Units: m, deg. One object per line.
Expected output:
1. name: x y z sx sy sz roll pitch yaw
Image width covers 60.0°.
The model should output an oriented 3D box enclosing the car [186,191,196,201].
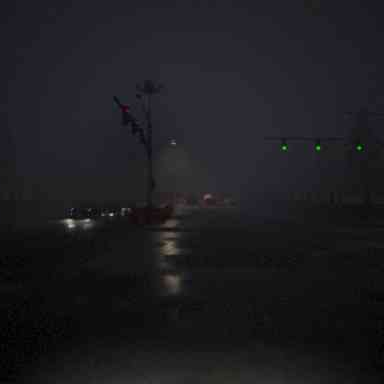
1. car: -0.131 0.884 72.678 2.128 1.511 4.902 0 6 0

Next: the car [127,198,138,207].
1. car: -10.604 1.857 56.887 1.812 1.442 4.674 0 2 0

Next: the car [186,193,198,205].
1. car: 0.020 1.444 62.622 2.097 1.767 4.553 0 3 0

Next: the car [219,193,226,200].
1. car: 6.869 0.905 72.529 1.812 1.442 4.674 0 6 0

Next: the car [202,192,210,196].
1. car: 3.370 0.737 72.499 2.097 1.767 4.553 0 6 0

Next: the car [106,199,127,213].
1. car: -10.593 1.974 44.186 2.033 1.411 5.357 0 -1 0

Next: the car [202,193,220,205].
1. car: 3.519 1.593 62.470 2.128 1.511 4.902 0 3 0

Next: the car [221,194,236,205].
1. car: 7.021 1.636 62.329 1.812 1.442 4.674 0 3 0

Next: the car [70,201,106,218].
1. car: -10.586 1.676 33.557 2.097 1.767 4.553 0 -1 0
